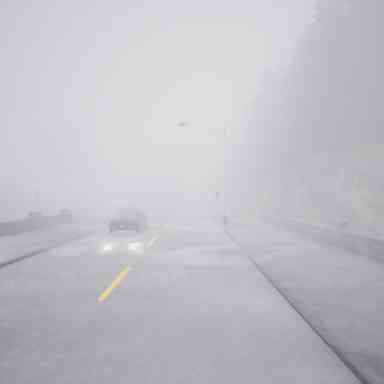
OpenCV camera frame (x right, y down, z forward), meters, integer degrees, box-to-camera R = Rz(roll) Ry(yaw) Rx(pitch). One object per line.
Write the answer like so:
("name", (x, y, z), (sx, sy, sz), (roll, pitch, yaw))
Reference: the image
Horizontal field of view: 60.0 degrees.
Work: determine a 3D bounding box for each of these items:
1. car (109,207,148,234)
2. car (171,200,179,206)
("car", (-4.060, 1.780, 21.834), (1.882, 1.535, 5.008), (0, -1, 0))
("car", (-4.015, 2.627, 79.779), (2.128, 1.511, 4.902), (0, -1, 0))
